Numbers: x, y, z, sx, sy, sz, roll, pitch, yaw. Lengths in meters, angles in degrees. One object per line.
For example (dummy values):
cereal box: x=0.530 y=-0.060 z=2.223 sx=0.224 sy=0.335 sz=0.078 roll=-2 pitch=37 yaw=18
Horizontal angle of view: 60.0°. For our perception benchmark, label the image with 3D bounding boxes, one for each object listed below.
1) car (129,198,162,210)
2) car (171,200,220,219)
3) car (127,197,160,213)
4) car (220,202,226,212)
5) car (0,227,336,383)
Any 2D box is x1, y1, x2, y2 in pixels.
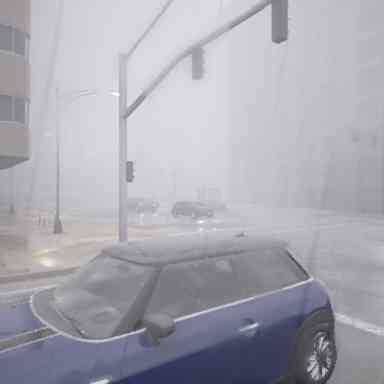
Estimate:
car: x=-6.205 y=1.547 z=43.963 sx=2.033 sy=1.411 sz=5.357 roll=0 pitch=0 yaw=-36
car: x=-0.027 y=1.505 z=29.235 sx=1.837 sy=1.490 sz=4.892 roll=0 pitch=0 yaw=-36
car: x=-5.932 y=1.352 z=37.334 sx=2.097 sy=1.767 sz=4.553 roll=0 pitch=0 yaw=-37
car: x=2.043 y=1.564 z=38.595 sx=1.994 sy=1.385 sz=4.181 roll=0 pitch=0 yaw=-36
car: x=-0.467 y=1.352 z=3.662 sx=4.553 sy=1.767 sz=2.097 roll=0 pitch=0 yaw=-36
